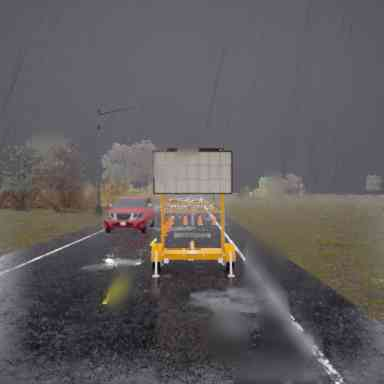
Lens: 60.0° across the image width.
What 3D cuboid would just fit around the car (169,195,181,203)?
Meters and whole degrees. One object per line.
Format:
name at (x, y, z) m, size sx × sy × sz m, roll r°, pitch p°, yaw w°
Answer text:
car at (-3.120, 1.391, 61.549) m, size 2.097 × 1.767 × 4.553 m, roll 0°, pitch 0°, yaw 1°

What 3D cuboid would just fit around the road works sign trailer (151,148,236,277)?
road works sign trailer at (0.026, 0.468, 10.228) m, size 2.380 × 3.560 × 2.880 m, roll 0°, pitch 0°, yaw -1°

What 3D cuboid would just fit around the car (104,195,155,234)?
car at (-3.460, 1.231, 19.479) m, size 2.150 × 2.045 × 5.566 m, roll 0°, pitch 0°, yaw 0°
